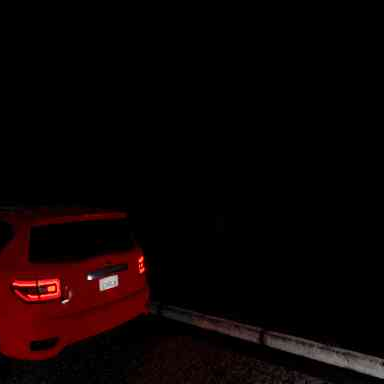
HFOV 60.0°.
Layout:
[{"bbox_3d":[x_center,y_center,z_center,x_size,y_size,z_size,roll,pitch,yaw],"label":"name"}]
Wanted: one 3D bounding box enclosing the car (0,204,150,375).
[{"bbox_3d":[-3.237,1.229,5.686,5.566,2.045,2.150,0,0,35],"label":"car"}]
